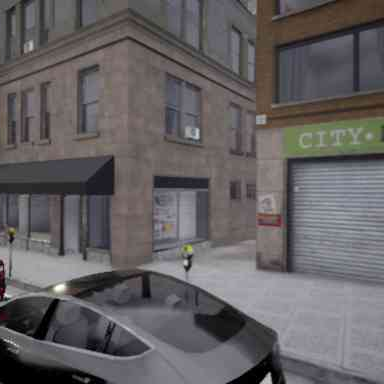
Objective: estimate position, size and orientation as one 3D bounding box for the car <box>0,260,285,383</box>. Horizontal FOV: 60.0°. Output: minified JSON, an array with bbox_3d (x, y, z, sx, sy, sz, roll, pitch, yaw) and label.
[{"bbox_3d":[-1.148,1.590,3.765,4.313,1.339,1.947,-1,1,35],"label":"car"}]
